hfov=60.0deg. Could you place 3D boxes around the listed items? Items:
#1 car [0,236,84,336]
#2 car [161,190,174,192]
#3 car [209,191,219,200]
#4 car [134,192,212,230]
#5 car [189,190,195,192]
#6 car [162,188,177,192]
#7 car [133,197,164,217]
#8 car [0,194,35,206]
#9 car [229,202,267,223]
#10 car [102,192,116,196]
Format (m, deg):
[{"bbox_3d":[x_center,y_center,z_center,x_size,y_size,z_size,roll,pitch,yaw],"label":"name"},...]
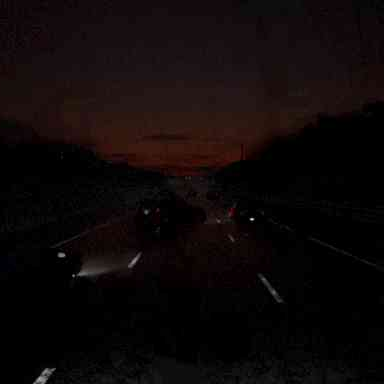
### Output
[{"bbox_3d":[-3.502,1.470,5.544,2.033,1.411,5.357,0,1,0],"label":"car"},{"bbox_3d":[-3.512,0.865,38.541,2.033,1.649,4.856,0,1,0],"label":"car"},{"bbox_3d":[3.581,0.620,57.640,2.128,1.511,4.902,0,1,0],"label":"car"},{"bbox_3d":[-1.151,1.074,19.385,2.097,1.767,4.553,1,1,37],"label":"car"},{"bbox_3d":[-0.024,0.262,79.240,1.837,1.490,4.892,0,1,0],"label":"car"},{"bbox_3d":[-3.515,0.480,49.566,2.150,2.045,5.566,0,1,0],"label":"car"},{"bbox_3d":[-3.509,1.164,27.543,1.994,1.385,4.181,0,1,0],"label":"car"},{"bbox_3d":[-17.598,1.117,33.094,1.895,1.301,4.718,0,1,0],"label":"car"},{"bbox_3d":[3.594,1.282,22.171,1.895,1.301,4.718,0,1,0],"label":"car"},{"bbox_3d":[-14.055,0.739,57.002,1.895,1.301,4.718,0,1,1],"label":"car"}]
